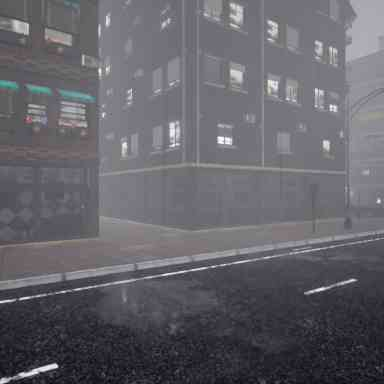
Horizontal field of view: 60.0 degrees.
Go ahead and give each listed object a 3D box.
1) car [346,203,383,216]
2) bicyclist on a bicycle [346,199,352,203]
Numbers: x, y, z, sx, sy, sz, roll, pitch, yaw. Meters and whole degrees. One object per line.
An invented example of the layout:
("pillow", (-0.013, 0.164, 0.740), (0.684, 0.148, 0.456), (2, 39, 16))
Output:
("car", (17.741, 1.845, 35.603), (1.895, 1.301, 4.718), (0, -1, -39))
("bicyclist on a bicycle", (21.417, 1.591, 45.344), (1.656, 1.620, 0.582), (-1, 0, -36))
